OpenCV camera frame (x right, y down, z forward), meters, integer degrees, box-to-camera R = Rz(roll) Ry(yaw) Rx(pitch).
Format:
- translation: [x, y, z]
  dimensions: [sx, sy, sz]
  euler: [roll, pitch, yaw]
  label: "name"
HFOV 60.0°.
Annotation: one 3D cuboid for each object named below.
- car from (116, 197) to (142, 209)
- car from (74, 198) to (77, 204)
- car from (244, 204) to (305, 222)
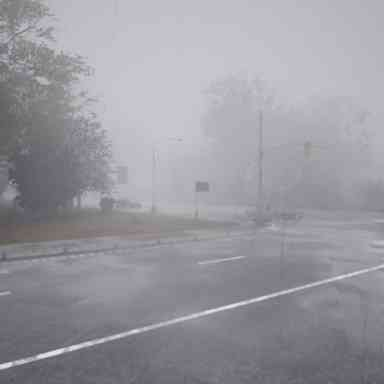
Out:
- translation: [-8.716, 1.539, 45.606]
  dimensions: [1.882, 1.535, 5.008]
  euler: [0, 1, -39]
  label: "car"
- translation: [-23.560, 1.520, 64.245]
  dimensions: [1.837, 1.490, 4.892]
  euler: [0, 0, -39]
  label: "car"
- translation: [6.518, 1.632, 26.472]
  dimensions: [1.895, 1.301, 4.718]
  euler: [0, 0, -39]
  label: "car"
